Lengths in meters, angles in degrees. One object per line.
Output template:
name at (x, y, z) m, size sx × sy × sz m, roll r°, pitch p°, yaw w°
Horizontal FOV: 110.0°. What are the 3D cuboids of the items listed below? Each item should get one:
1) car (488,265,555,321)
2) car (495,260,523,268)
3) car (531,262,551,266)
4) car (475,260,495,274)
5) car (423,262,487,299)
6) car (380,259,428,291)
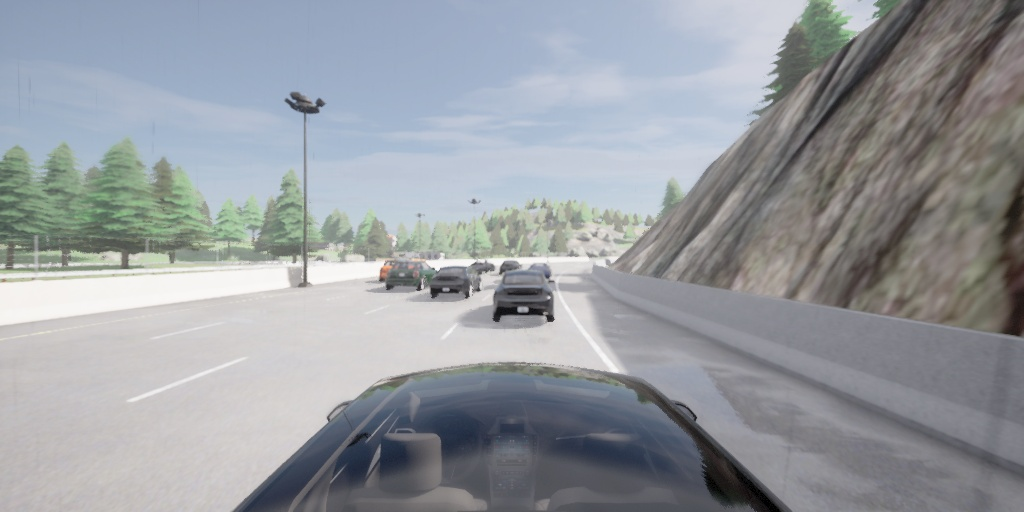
car at (0.418, 1.227, 12.328) m, size 1.837 × 1.490 × 4.892 m, roll 0°, pitch 0°, yaw 3°
car at (-0.038, 1.163, 37.517) m, size 1.837 × 1.490 × 4.892 m, roll 0°, pitch 0°, yaw 11°
car at (2.436, 1.236, 31.335) m, size 1.994 × 1.385 × 4.181 m, roll 0°, pitch 0°, yaw 9°
car at (-3.131, 1.145, 39.976) m, size 2.128 × 1.511 × 4.902 m, roll 0°, pitch 0°, yaw 11°
car at (-2.689, 1.215, 18.040) m, size 1.837 × 1.490 × 4.892 m, roll 0°, pitch 0°, yaw 5°
car at (-5.854, 1.055, 21.806) m, size 2.097 × 1.767 × 4.553 m, roll 0°, pitch 0°, yaw 5°
